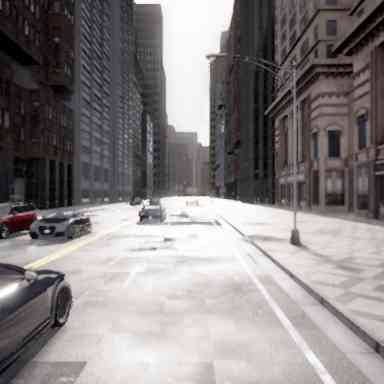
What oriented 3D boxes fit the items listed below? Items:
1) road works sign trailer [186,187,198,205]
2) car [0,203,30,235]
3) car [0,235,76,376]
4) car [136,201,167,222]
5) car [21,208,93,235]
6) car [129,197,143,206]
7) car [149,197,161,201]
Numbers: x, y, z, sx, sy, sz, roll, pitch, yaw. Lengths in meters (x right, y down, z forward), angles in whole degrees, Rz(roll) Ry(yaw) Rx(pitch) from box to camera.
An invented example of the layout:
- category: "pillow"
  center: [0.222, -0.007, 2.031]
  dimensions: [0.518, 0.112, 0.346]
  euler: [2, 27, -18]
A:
- category: "road works sign trailer"
  center: [0.031, 0.741, 65.717]
  dimensions: [2.380, 3.560, 2.880]
  euler: [0, 0, 0]
- category: "car"
  center: [-9.841, 1.388, 17.155]
  dimensions: [2.097, 1.767, 4.553]
  euler: [0, 0, 0]
- category: "car"
  center: [-3.149, 1.571, 4.353]
  dimensions: [1.994, 1.385, 4.181]
  euler: [0, 0, 0]
- category: "car"
  center: [-3.137, 1.671, 27.373]
  dimensions: [1.895, 1.301, 4.718]
  euler: [0, 0, 0]
- category: "car"
  center: [-6.591, 1.599, 17.110]
  dimensions: [1.994, 1.385, 4.181]
  euler: [0, 0, 0]
- category: "car"
  center: [-9.763, 1.735, 58.395]
  dimensions: [1.837, 1.490, 4.892]
  euler: [0, 0, 1]
- category: "car"
  center: [-6.519, 1.708, 58.390]
  dimensions: [1.882, 1.535, 5.008]
  euler: [0, 0, 1]
